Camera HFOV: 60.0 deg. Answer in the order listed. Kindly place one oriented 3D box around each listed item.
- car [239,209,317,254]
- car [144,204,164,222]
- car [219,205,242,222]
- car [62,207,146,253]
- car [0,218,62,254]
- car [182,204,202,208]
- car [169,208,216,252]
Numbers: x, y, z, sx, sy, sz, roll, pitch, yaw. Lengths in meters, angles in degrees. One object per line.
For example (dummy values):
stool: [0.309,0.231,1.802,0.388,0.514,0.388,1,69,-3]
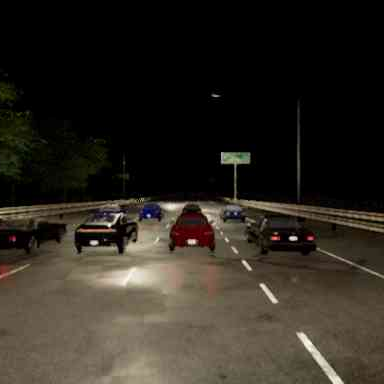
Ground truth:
car: [3.502,1.676,14.014,2.033,1.411,5.357,0,0,0]
car: [-3.519,1.789,29.403,1.812,1.442,4.674,0,0,0]
car: [3.480,1.807,29.031,2.033,1.411,5.357,0,0,0]
car: [-3.496,1.624,14.319,2.128,1.511,4.902,0,0,0]
car: [-6.998,1.731,14.126,1.895,1.301,4.718,0,0,0]
car: [-0.017,1.789,29.425,1.812,1.442,4.674,0,0,0]
car: [0.005,1.658,14.397,1.812,1.442,4.674,0,0,0]
